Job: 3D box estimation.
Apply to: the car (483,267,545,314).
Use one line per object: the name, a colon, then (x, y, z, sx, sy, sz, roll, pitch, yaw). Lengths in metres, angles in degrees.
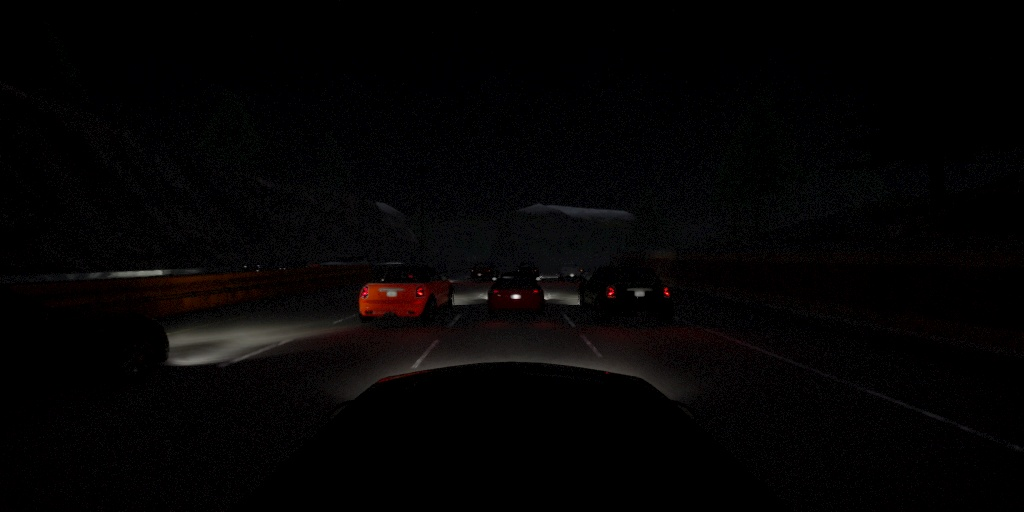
car: (0.171, 1.293, 13.675, 1.994, 1.385, 4.181, 0, 0, 1)

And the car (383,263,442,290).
car: (-6.348, 1.259, 23.718, 2.033, 1.411, 5.357, 0, 0, 5)

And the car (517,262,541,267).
car: (1.351, 1.227, 29.609, 1.812, 1.442, 4.674, 0, 0, 7)

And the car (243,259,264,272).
car: (-25.853, 1.038, 38.023, 2.097, 1.767, 4.553, 0, 0, 10)

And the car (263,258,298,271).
car: (-22.495, 1.195, 36.937, 1.837, 1.490, 4.892, 0, 0, 10)

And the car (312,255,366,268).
car: (-15.892, 0.914, 34.069, 2.150, 2.045, 5.566, 0, 0, 8)

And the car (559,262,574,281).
car: (4.869, 1.227, 29.572, 1.812, 1.442, 4.674, 0, 0, 7)

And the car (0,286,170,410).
car: (-6.917, 1.097, 4.226, 2.097, 1.767, 4.553, 0, 0, 0)

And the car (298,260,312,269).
car: (-18.986, 1.042, 36.683, 2.097, 1.767, 4.553, 0, 0, 10)

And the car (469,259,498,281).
car: (-2.185, 1.227, 29.534, 1.812, 1.442, 4.674, 0, 0, 7)

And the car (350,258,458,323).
car: (-3.358, 1.084, 12.243, 2.097, 1.767, 4.553, 0, 0, 1)

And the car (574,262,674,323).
car: (3.642, 1.084, 12.255, 2.097, 1.767, 4.553, 0, 0, 1)
